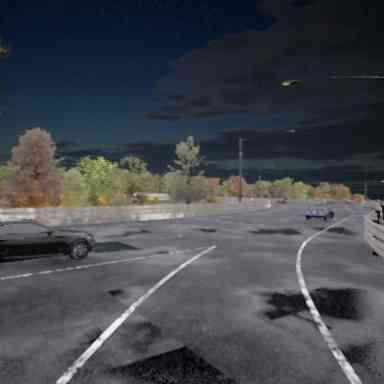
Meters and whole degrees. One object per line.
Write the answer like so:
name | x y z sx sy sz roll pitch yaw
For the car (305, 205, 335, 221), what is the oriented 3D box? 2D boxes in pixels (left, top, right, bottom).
car | 12.215 1.929 31.647 2.033 1.411 5.357 0 -1 33

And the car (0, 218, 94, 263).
car | -5.518 1.563 10.744 4.674 1.442 1.812 1 -1 -43

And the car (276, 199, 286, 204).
car | 24.016 2.576 89.965 1.895 1.301 4.718 1 0 2
